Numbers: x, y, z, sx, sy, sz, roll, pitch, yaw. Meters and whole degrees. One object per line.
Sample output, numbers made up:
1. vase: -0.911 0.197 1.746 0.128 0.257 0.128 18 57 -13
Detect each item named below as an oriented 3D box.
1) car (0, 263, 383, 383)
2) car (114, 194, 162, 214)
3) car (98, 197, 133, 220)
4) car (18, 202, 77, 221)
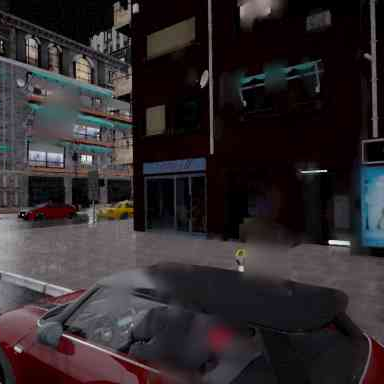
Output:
1. car: -0.356 1.441 3.206 4.097 1.590 1.967 0 -1 36
2. car: -5.340 1.154 33.360 2.097 1.767 4.553 -1 0 37
3. car: -4.618 1.283 24.563 1.752 1.417 4.829 -1 0 36
4. car: -11.040 1.452 25.620 1.994 1.385 4.181 -1 0 36
